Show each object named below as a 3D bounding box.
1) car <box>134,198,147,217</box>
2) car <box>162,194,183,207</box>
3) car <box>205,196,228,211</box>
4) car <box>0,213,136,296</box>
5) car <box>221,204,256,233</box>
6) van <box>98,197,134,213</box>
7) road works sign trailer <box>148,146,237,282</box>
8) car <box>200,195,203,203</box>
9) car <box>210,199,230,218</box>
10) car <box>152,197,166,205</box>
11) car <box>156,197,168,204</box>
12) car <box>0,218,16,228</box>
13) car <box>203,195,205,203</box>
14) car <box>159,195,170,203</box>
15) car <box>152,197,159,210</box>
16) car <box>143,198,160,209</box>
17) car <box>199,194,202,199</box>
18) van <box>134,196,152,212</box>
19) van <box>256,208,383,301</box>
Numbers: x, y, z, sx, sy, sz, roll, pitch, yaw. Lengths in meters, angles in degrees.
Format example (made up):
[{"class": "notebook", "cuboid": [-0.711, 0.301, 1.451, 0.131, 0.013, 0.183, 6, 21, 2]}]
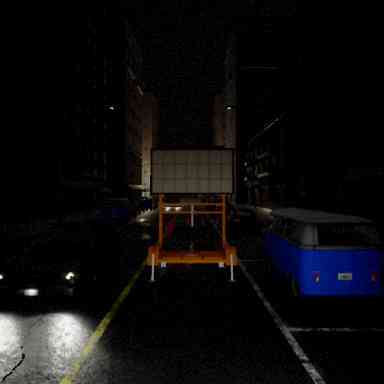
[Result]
[{"class": "car", "cuboid": [-5.639, 1.550, 30.080, 2.008, 1.369, 4.403, 0, 0, 0]}, {"class": "car", "cuboid": [-2.953, 1.226, 51.523, 2.150, 2.045, 5.566, 0, 0, 0]}, {"class": "car", "cuboid": [2.892, 1.315, 35.573, 2.192, 1.841, 5.009, 0, 0, 0]}, {"class": "car", "cuboid": [-3.090, 1.547, 9.058, 2.033, 1.411, 5.357, 0, 0, 0]}, {"class": "car", "cuboid": [2.876, 1.581, 19.069, 1.802, 1.307, 4.206, 0, 0, 0]}, {"class": "van", "cuboid": [-5.645, 1.340, 24.580, 1.690, 1.788, 3.998, 0, 0, 0]}, {"class": "road works sign trailer", "cuboid": [0.010, 0.464, 9.747, 2.380, 3.560, 2.880, 0, 0, 0]}, {"class": "car", "cuboid": [2.914, 1.558, 57.578, 2.008, 1.369, 4.403, 0, 0, 0]}, {"class": "car", "cuboid": [2.887, 1.582, 30.071, 1.802, 1.307, 4.206, 0, 0, 0]}, {"class": "car", "cuboid": [-5.611, 1.573, 57.587, 1.947, 1.339, 4.313, 0, 0, 0]}, {"class": "car", "cuboid": [-5.606, 1.591, 63.088, 1.802, 1.307, 4.206, 0, 0, 0]}, {"class": "car", "cuboid": [-5.661, 1.440, 8.075, 1.967, 1.590, 4.097, 0, 0, 0]}, {"class": "car", "cuboid": [2.903, 1.443, 46.576, 1.967, 1.590, 4.097, 0, 0, 0]}, {"class": "car", "cuboid": [-5.601, 1.452, 68.590, 1.967, 1.590, 4.097, 0, 0, 0]}, {"class": "car", "cuboid": [-5.628, 1.567, 41.083, 1.947, 1.339, 4.313, 0, 0, 0]}, {"class": "car", "cuboid": [-5.622, 1.585, 46.584, 1.802, 1.307, 4.206, 0, 0, 0]}, {"class": "car", "cuboid": [2.925, 1.578, 68.581, 1.947, 1.339, 4.313, 0, 0, 0]}, {"class": "van", "cuboid": [-5.634, 1.341, 35.581, 1.690, 1.788, 3.998, 0, 0, 0]}, {"class": "van", "cuboid": [2.864, 1.341, 8.066, 1.690, 1.788, 3.998, 0, 0, 0]}]
